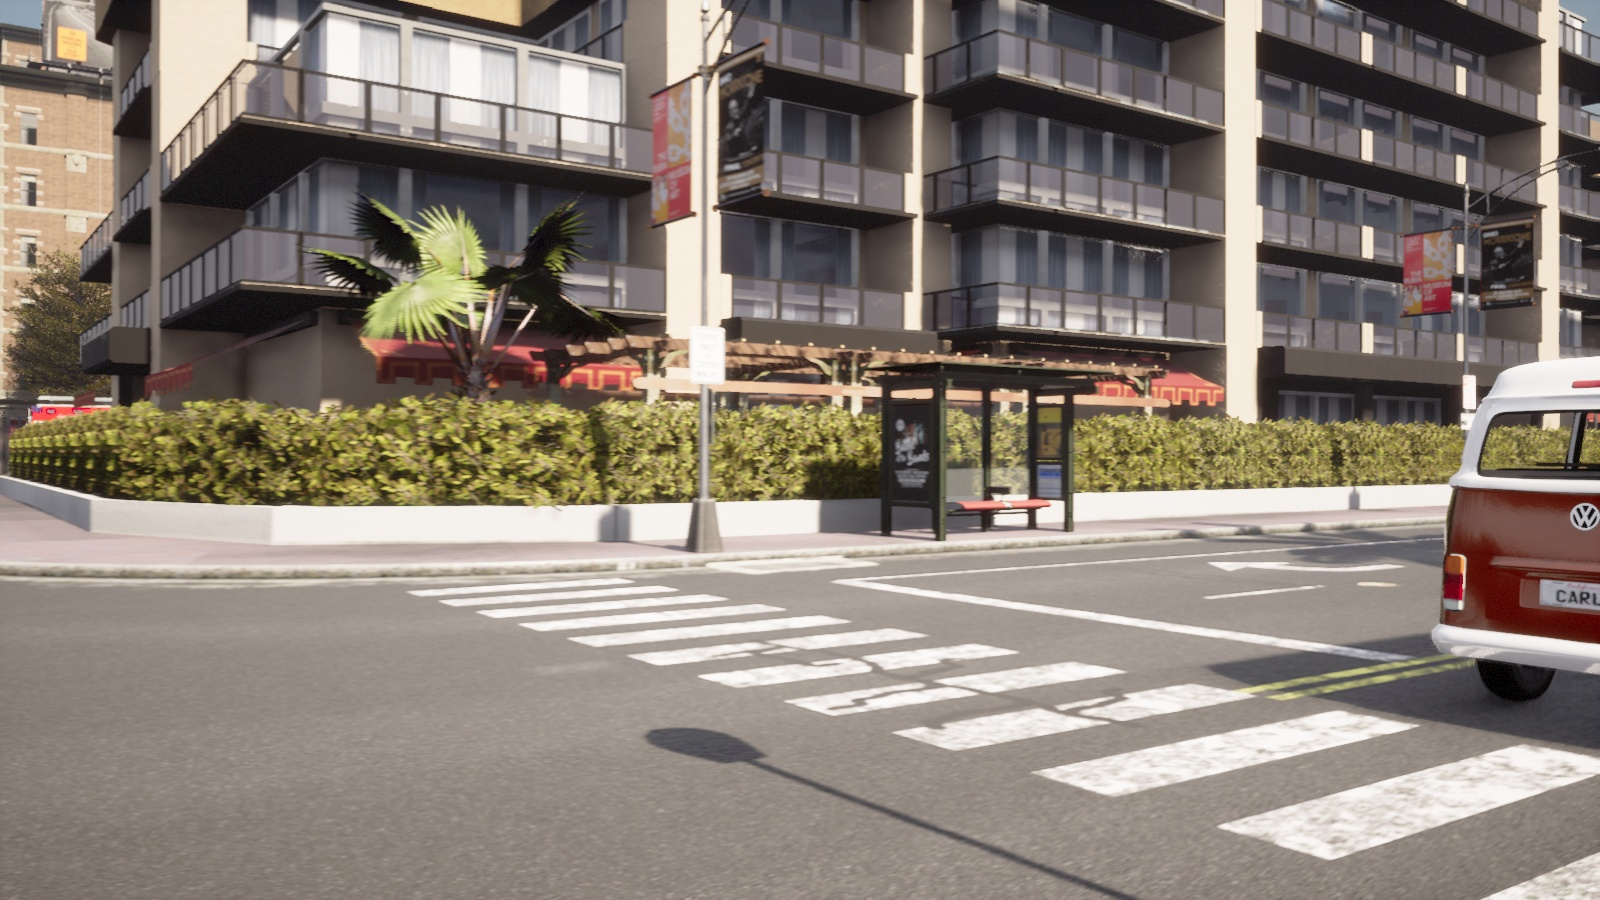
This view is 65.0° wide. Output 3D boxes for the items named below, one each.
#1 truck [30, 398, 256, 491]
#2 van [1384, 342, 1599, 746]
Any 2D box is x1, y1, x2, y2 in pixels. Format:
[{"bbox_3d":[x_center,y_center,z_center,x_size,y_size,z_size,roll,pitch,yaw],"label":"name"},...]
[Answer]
[{"bbox_3d":[-28.661,-0.224,55.016,8.468,3.827,2.891,0,0,-36],"label":"truck"},{"bbox_3d":[5.823,0.475,7.713,4.480,2.038,2.069,0,0,-35],"label":"van"}]
